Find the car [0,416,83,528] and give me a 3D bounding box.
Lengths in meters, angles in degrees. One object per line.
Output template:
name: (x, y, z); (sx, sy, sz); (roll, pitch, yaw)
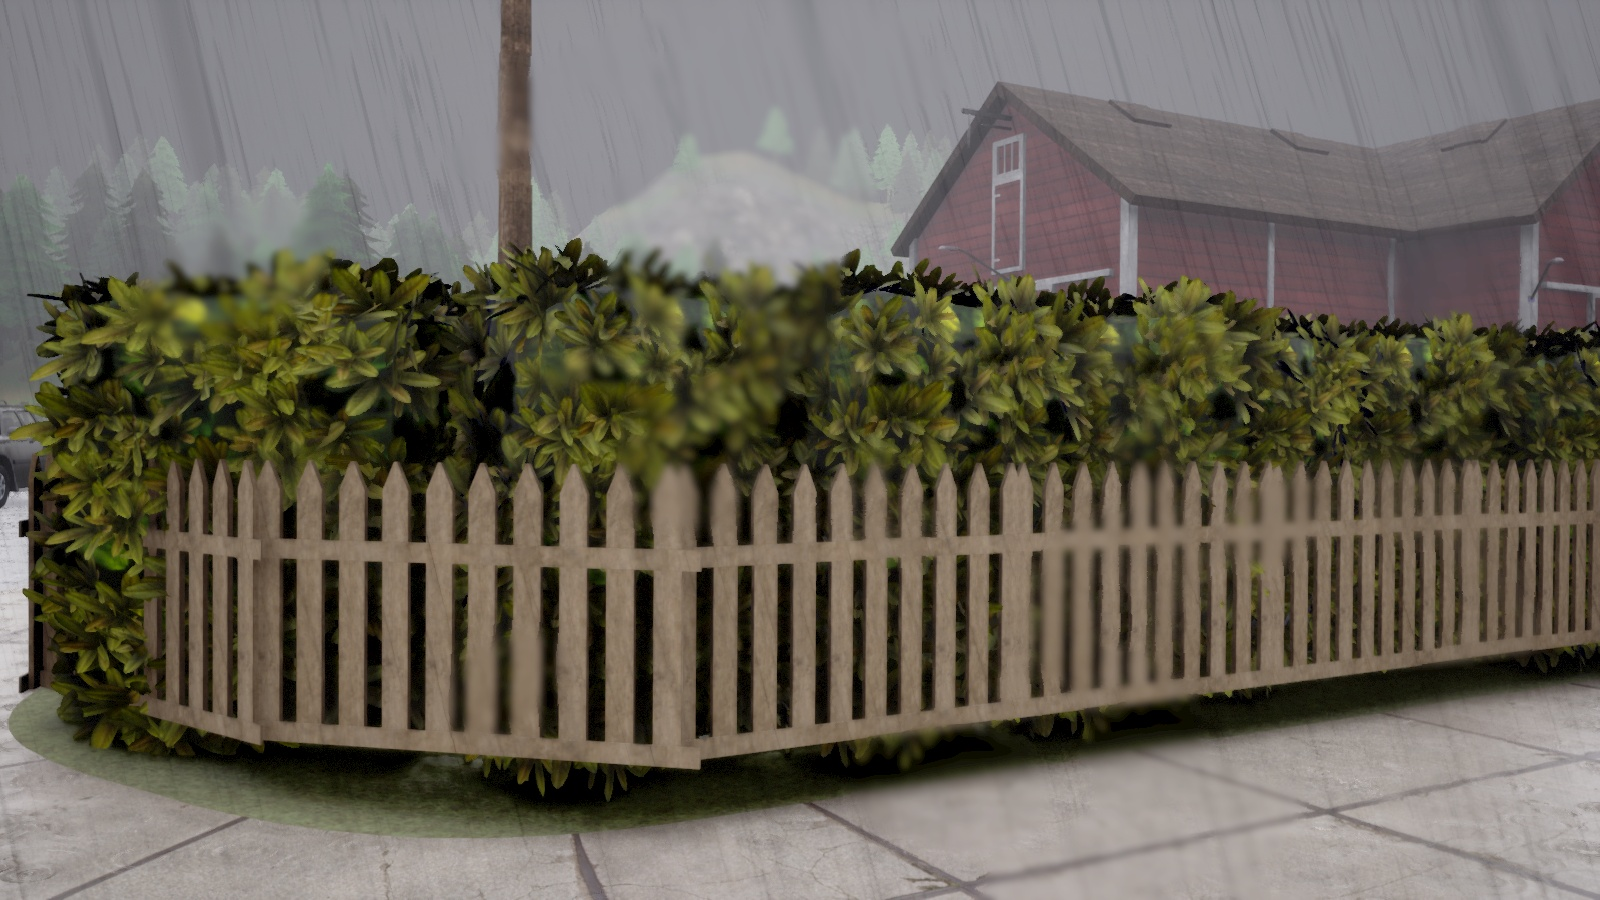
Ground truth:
car: (-14.598, 0.362, 22.277); (1.932, 1.855, 4.605); (-1, 1, -12)
